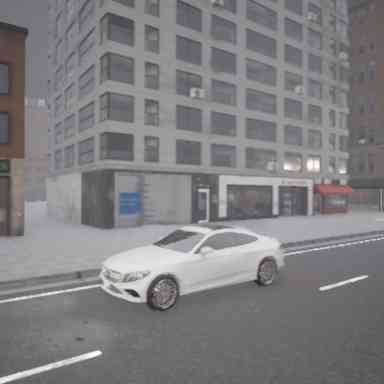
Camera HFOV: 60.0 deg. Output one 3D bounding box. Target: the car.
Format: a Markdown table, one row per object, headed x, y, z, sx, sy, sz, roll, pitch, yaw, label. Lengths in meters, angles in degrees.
| x | y | z | sx | sy | sz | roll | pitch | yaw | label |
| --- | --- | --- | --- | --- | --- | --- | --- | --- | --- |
| 0.236 | 1.520 | 7.842 | 4.674 | 1.442 | 1.812 | 0 | 0 | -35 | car |
